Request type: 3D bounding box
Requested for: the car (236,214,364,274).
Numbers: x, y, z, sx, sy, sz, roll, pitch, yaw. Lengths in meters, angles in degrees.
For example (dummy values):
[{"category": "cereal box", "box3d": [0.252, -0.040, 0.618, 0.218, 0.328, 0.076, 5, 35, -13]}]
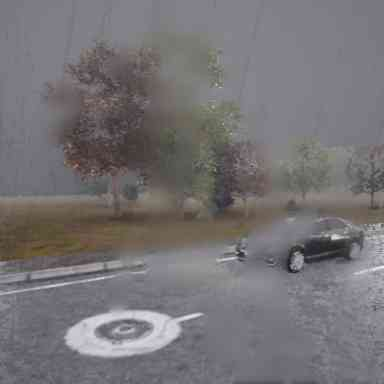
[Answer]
[{"category": "car", "box3d": [3.590, 1.500, 10.671, 4.892, 1.490, 1.837, 0, 0, -34]}]
